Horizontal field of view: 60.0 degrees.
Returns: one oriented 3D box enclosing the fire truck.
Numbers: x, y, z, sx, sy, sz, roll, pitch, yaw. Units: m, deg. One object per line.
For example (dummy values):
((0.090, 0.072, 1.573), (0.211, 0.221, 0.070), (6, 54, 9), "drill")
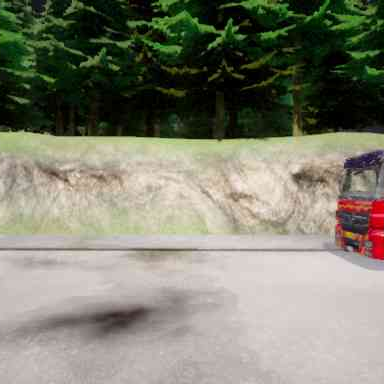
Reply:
((9.216, 0.337, 10.401), (8.468, 3.827, 2.891), (0, 0, 1), "fire truck")
